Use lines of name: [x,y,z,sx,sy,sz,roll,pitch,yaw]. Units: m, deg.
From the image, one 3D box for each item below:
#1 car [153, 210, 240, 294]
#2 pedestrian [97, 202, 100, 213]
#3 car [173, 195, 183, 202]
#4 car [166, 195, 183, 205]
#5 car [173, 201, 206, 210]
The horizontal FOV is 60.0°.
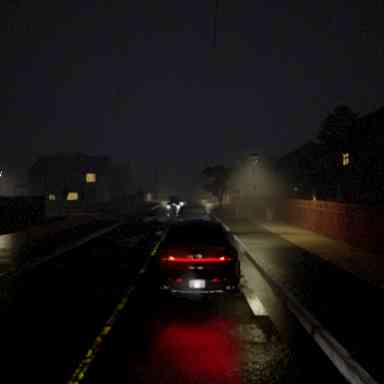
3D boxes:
car: [0.095,1.451,8.621,1.837,1.490,4.892,0,0,0]
pedestrian: [-9.931,1.253,35.342,0.375,1.860,0.375,0,-1,5]
car: [-2.790,1.361,67.689,1.895,1.301,4.718,0,0,0]
car: [-2.857,1.286,51.756,1.837,1.490,4.892,0,0,0]
car: [0.058,1.440,19.012,2.033,1.411,5.357,0,0,-1]
